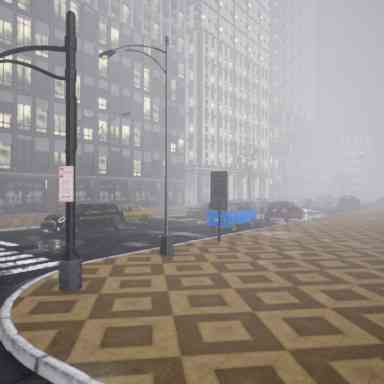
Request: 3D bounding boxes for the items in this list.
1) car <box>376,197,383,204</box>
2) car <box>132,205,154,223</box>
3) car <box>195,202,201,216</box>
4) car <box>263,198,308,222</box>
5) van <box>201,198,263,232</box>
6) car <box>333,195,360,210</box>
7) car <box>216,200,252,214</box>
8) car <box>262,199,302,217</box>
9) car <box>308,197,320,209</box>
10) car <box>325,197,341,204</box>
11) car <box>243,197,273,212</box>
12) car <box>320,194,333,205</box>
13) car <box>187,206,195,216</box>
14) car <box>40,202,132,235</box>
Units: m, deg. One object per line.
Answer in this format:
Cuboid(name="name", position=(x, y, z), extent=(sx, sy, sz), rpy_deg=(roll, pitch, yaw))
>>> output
Cuboid(name="car", position=(38.074, 1.657, 66.606), extent=(1.947, 1.339, 4.313), rpy_deg=(0, 0, 38))
Cuboid(name="car", position=(-4.857, 1.537, 24.048), extent=(1.752, 1.417, 4.829), rpy_deg=(0, 0, 38))
Cuboid(name="car", position=(2.721, 1.499, 29.621), extent=(1.882, 1.535, 5.008), rpy_deg=(0, 0, 38))
Cuboid(name="car", position=(7.498, 1.471, 26.953), extent=(1.967, 1.590, 4.097), rpy_deg=(0, 0, 38))
Cuboid(name="van", position=(2.530, 1.366, 20.328), extent=(1.690, 1.788, 3.998), rpy_deg=(0, 0, 38))
Cuboid(name="car", position=(21.088, 1.367, 44.577), extent=(2.192, 1.841, 5.009), rpy_deg=(0, 0, 38))
Cuboid(name="car", position=(4.655, 1.568, 36.172), extent=(1.887, 1.381, 4.507), rpy_deg=(0, 0, 38))
Cuboid(name="car", position=(9.037, 1.523, 32.990), extent=(2.128, 1.511, 4.902), rpy_deg=(0, 0, 38))
Cuboid(name="car", position=(15.859, 1.570, 46.505), extent=(1.812, 1.442, 4.674), rpy_deg=(0, 0, 38))
Cuboid(name="car", position=(28.438, 1.622, 67.013), extent=(2.008, 1.369, 4.403), rpy_deg=(0, 0, 38))
Cuboid(name="car", position=(8.053, 1.468, 40.577), extent=(1.967, 1.590, 4.097), rpy_deg=(0, 0, 38))
Cuboid(name="car", position=(25.041, 1.378, 62.608), extent=(2.192, 1.841, 5.009), rpy_deg=(0, 0, 38))
Cuboid(name="car", position=(1.258, 1.601, 31.765), extent=(1.802, 1.307, 4.206), rpy_deg=(0, 0, 38))
Cuboid(name="car", position=(-5.915, 1.365, 18.424), extent=(2.097, 1.767, 4.553), rpy_deg=(0, 0, 38))
